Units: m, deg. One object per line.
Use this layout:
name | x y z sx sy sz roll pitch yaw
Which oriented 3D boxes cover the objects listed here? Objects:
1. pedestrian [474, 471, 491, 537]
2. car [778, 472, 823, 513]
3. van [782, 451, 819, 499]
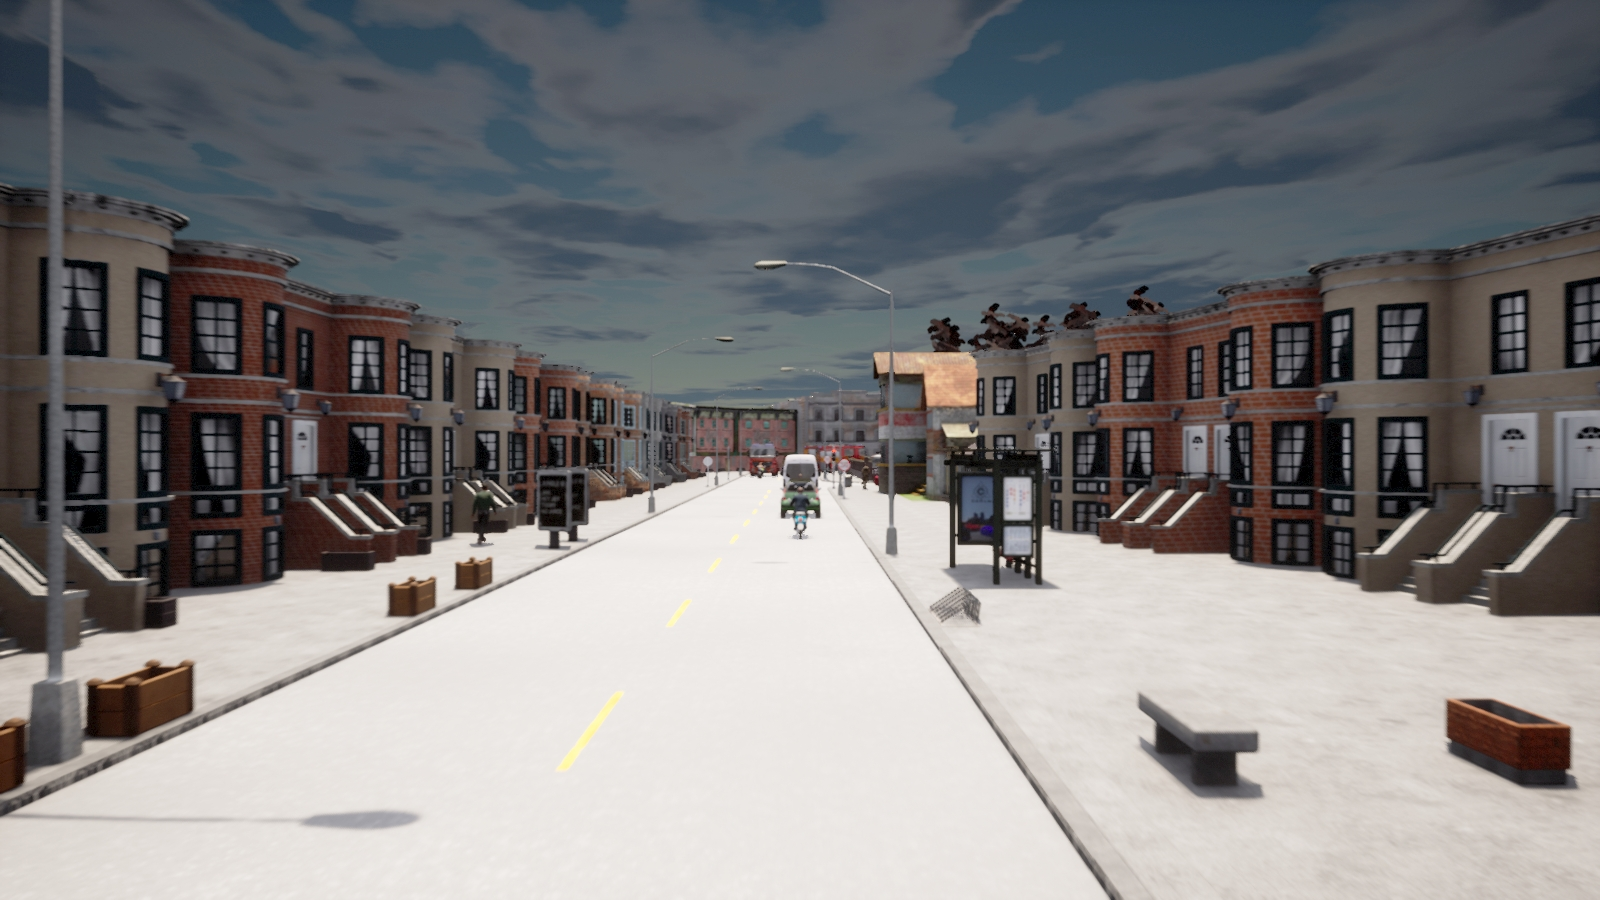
pedestrian | -9.051 1.543 32.603 0.375 1.860 0.375 0 0 -1
car | 0.024 1.808 49.586 1.851 1.617 3.988 0 0 0
van | 0.030 1.351 63.875 1.988 2.561 5.915 0 0 0
